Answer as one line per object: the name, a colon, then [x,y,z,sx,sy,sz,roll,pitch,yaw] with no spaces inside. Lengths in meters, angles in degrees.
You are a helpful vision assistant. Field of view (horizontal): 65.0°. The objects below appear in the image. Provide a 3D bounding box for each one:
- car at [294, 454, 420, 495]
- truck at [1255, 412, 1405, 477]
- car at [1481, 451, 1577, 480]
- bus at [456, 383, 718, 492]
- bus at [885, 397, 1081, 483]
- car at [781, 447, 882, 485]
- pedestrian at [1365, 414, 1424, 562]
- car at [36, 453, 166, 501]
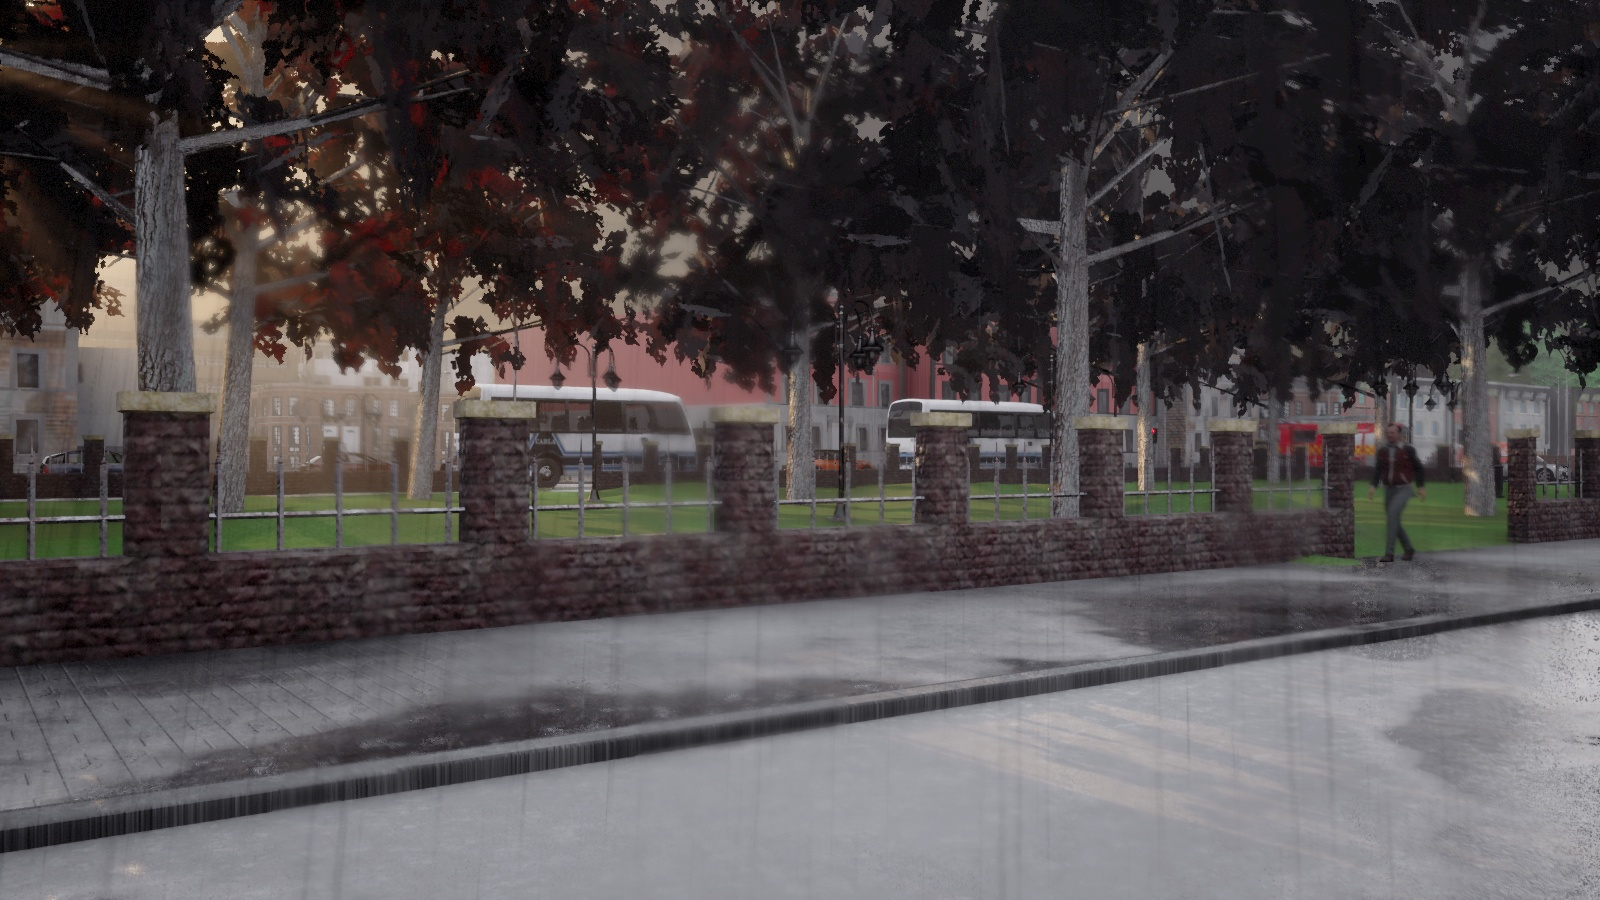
car: [-16.821,0.911,47.789,4.193,1.474,1.816,0,0,-35]
truck: [33.018,-0.297,78.626,2.891,3.827,8.468,0,0,-33]
car: [37.564,0.789,64.729,1.970,1.475,3.806,0,0,-37]
bus: [-8.897,-0.482,53.337,10.273,4.253,3.944,0,0,-35]
bus: [9.780,-0.490,66.470,10.273,4.253,3.944,0,0,-34]
car: [1.542,0.748,60.656,4.553,1.767,2.097,0,0,-35]
pedestrian: [7.647,0.478,16.155,0.720,1.854,0.376,0,0,-34]
car: [-23.848,0.879,42.861,3.705,1.549,1.789,0,0,-35]
